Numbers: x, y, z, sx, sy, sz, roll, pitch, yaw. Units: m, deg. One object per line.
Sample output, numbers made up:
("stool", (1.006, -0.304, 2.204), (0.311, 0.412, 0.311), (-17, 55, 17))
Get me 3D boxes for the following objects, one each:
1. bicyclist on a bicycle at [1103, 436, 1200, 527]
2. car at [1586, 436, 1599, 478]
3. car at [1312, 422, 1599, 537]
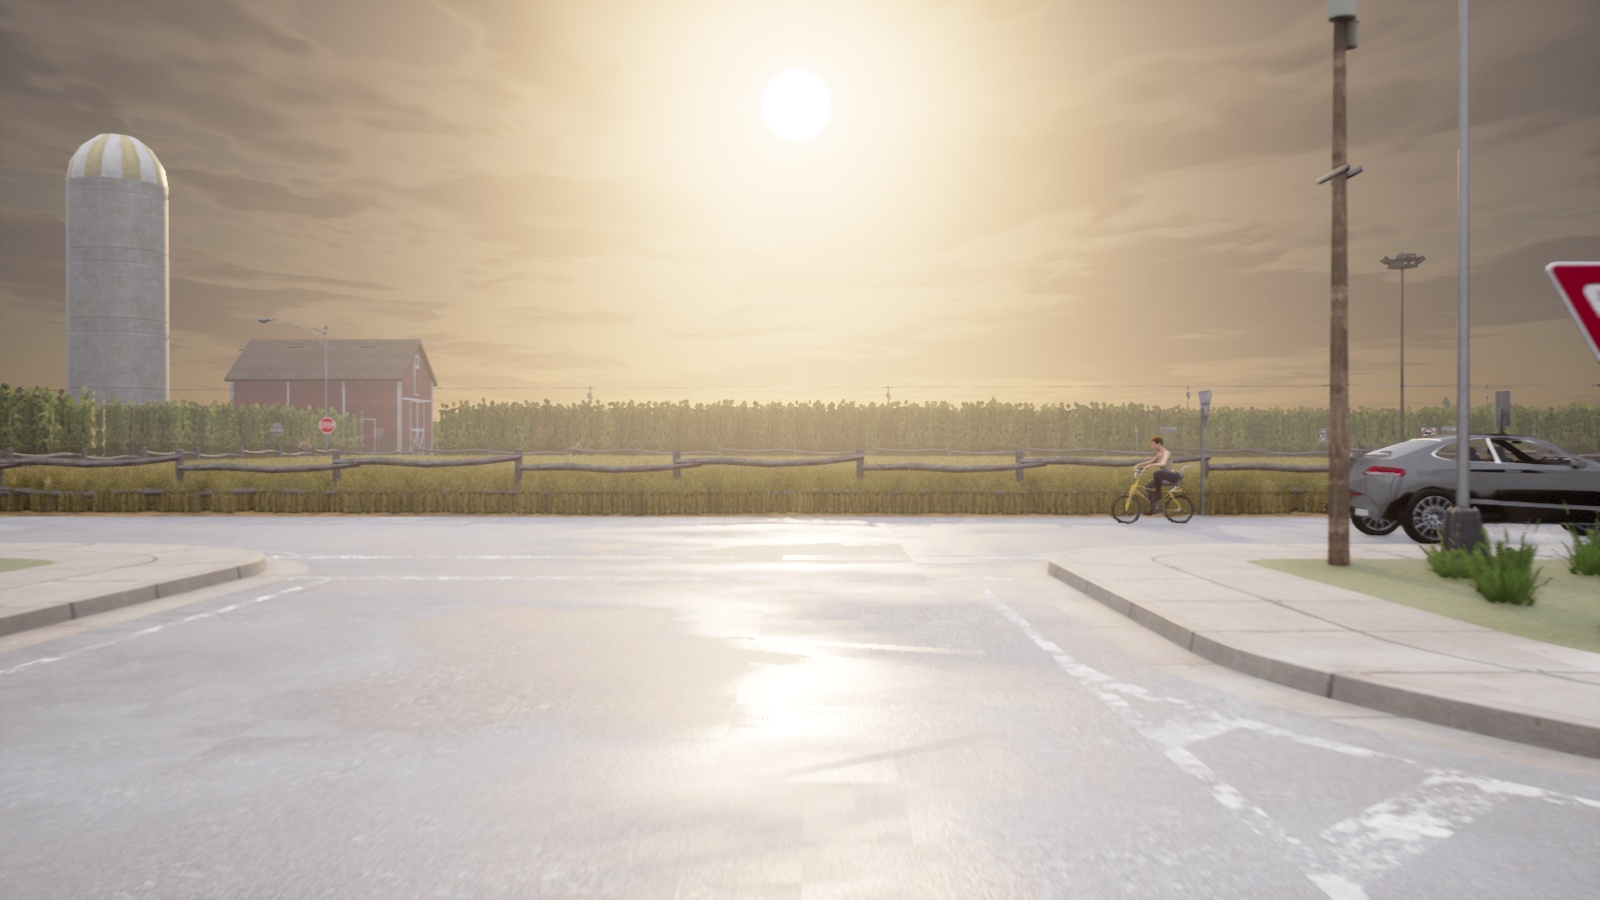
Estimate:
("bicyclist on a bicycle", (6.343, 0.556, 22.714), (1.509, 1.612, 0.866), (0, 0, 1))
("car", (32.671, 0.273, 47.898), (2.152, 1.651, 5.027), (0, 0, -2))
("car", (10.746, 0.423, 19.127), (5.027, 1.651, 2.152), (0, 0, 1))
